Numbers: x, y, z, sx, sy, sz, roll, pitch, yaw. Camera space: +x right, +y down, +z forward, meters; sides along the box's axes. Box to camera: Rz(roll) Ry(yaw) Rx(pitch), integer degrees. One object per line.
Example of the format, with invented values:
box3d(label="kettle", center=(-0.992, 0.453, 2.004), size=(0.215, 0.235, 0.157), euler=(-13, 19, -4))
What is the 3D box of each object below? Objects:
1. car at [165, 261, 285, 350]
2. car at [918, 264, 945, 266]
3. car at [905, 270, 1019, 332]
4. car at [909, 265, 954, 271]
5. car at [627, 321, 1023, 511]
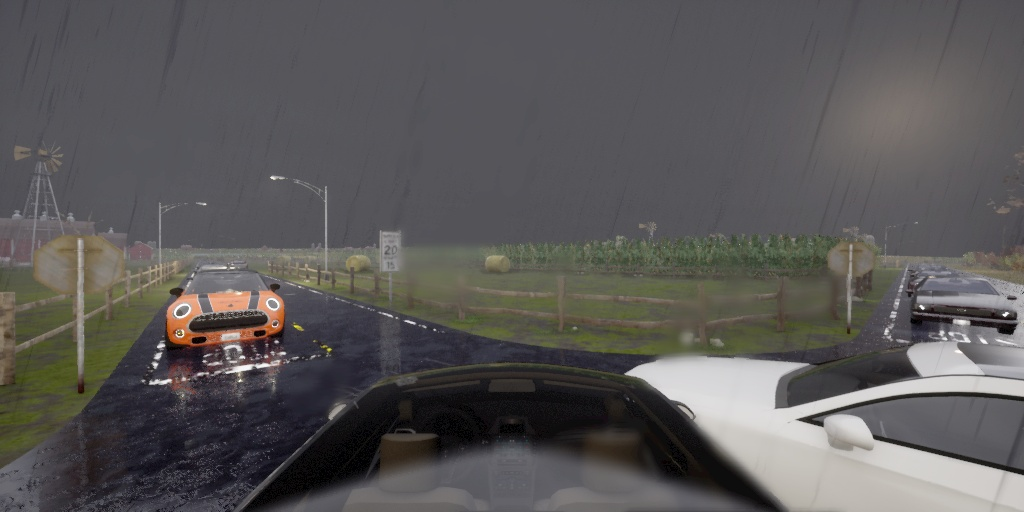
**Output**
box3d(label="car", center=(-7.438, 1.136, 9.415), size=(2.097, 1.767, 4.553), euler=(0, 0, -39))
box3d(label="car", center=(28.765, 1.302, 24.653), size=(4.902, 1.511, 2.128), euler=(0, 1, -42))
box3d(label="car", center=(13.675, 1.332, 11.086), size=(5.357, 1.411, 2.033), euler=(0, 1, -42))
box3d(label="car", center=(21.104, 1.359, 17.770), size=(4.181, 1.385, 1.994), euler=(0, 1, -42))
box3d(label="car", center=(2.866, 1.293, 2.171), size=(1.812, 1.442, 4.674), euler=(0, 1, -43))
